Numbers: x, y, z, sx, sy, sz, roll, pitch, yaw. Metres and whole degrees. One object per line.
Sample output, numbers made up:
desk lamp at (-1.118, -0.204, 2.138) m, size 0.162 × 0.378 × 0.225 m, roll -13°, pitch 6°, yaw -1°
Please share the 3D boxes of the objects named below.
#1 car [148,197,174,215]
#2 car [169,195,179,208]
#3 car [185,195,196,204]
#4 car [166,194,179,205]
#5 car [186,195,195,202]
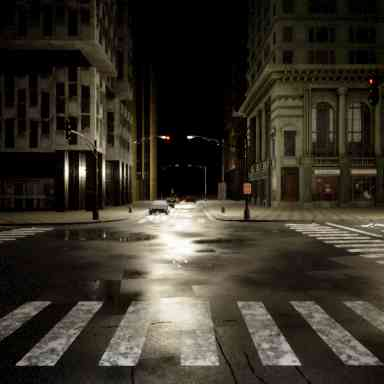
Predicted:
car at (-3.205, 1.529, 33.647) m, size 2.033 × 1.411 × 5.357 m, roll 0°, pitch 0°, yaw 0°
car at (-3.291, 1.455, 45.175) m, size 2.128 × 1.511 × 4.902 m, roll 0°, pitch 0°, yaw 0°
car at (-0.239, 1.452, 63.922) m, size 1.812 × 1.442 × 4.674 m, roll 0°, pitch 0°, yaw 0°
car at (-3.370, 1.291, 58.495) m, size 2.097 × 1.767 × 4.553 m, roll 0°, pitch 0°, yaw 0°
car at (-0.404, 1.455, 73.734) m, size 1.994 × 1.385 × 4.181 m, roll 0°, pitch 0°, yaw 0°
